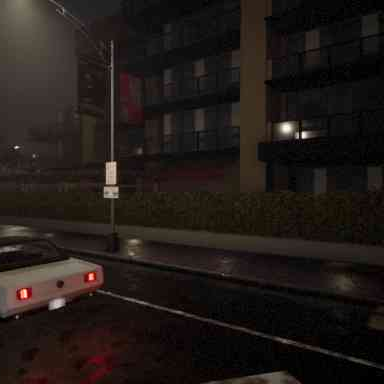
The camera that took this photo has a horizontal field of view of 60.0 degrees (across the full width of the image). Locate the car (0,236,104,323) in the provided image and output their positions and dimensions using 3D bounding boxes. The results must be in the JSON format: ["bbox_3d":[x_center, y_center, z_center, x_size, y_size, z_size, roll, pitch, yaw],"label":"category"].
[{"bbox_3d":[-4.079,1.601,6.919,4.718,1.301,1.895,0,0,36],"label":"car"}]
